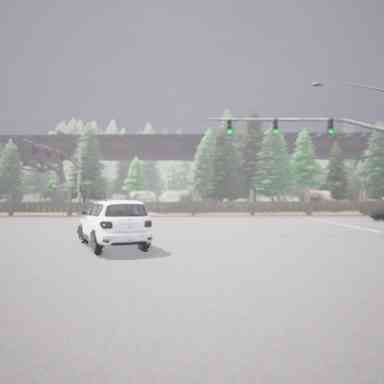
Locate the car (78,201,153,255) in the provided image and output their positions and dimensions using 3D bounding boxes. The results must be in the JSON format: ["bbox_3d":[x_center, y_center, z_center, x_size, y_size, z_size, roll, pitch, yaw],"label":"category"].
[{"bbox_3d":[-3.460,1.382,14.467,2.150,2.045,5.566,1,-1,-26],"label":"car"}]

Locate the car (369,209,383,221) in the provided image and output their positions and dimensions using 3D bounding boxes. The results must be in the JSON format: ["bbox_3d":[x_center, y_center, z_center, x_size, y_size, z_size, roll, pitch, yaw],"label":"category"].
[{"bbox_3d":[18.063,1.738,28.899,5.008,1.535,1.882,0,-1,1],"label":"car"}]
